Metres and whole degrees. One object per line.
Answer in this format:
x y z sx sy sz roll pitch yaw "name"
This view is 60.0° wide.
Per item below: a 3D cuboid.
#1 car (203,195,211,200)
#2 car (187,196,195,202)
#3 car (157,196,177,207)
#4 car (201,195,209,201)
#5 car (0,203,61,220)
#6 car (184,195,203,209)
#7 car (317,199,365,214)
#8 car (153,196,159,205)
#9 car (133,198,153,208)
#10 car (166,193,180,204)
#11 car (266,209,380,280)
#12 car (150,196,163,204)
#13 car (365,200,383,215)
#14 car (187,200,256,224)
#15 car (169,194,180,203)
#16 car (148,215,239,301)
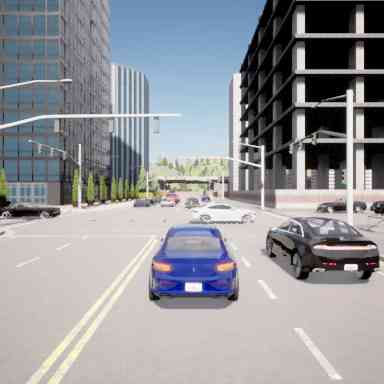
3.347 1.521 77.827 1.812 1.442 4.674 0 0 0 "car"
-0.158 1.594 80.279 1.895 1.301 4.718 0 0 0 "car"
-3.695 1.600 50.263 1.895 1.301 4.718 0 0 0 "car"
3.329 1.483 86.902 1.837 1.490 4.892 0 0 0 "car"
-13.273 1.553 27.153 4.718 1.301 1.895 0 0 -4 "car"
0.001 1.491 45.006 2.128 1.511 4.902 0 0 0 "car"
15.515 1.436 34.543 4.902 1.511 2.128 0 0 0 "car"
-7.198 1.600 56.896 1.895 1.301 4.718 0 0 0 "car"
-7.190 1.563 48.135 1.994 1.385 4.181 0 0 0 "car"
-3.693 1.221 60.038 2.150 2.045 5.566 0 0 0 "car"
3.560 1.491 9.949 2.128 1.511 4.902 0 0 -1 "car"
-7.151 1.547 67.525 2.033 1.411 5.357 0 0 0 "car"
19.762 1.166 31.054 5.566 2.045 2.150 0 0 0 "car"
2.203 1.496 23.693 4.674 1.442 1.812 0 0 -1 "car"
-3.638 1.355 70.028 2.097 1.767 4.553 0 0 0 "car"
0.044 1.526 8.226 1.812 1.442 4.674 0 0 0 "car"
